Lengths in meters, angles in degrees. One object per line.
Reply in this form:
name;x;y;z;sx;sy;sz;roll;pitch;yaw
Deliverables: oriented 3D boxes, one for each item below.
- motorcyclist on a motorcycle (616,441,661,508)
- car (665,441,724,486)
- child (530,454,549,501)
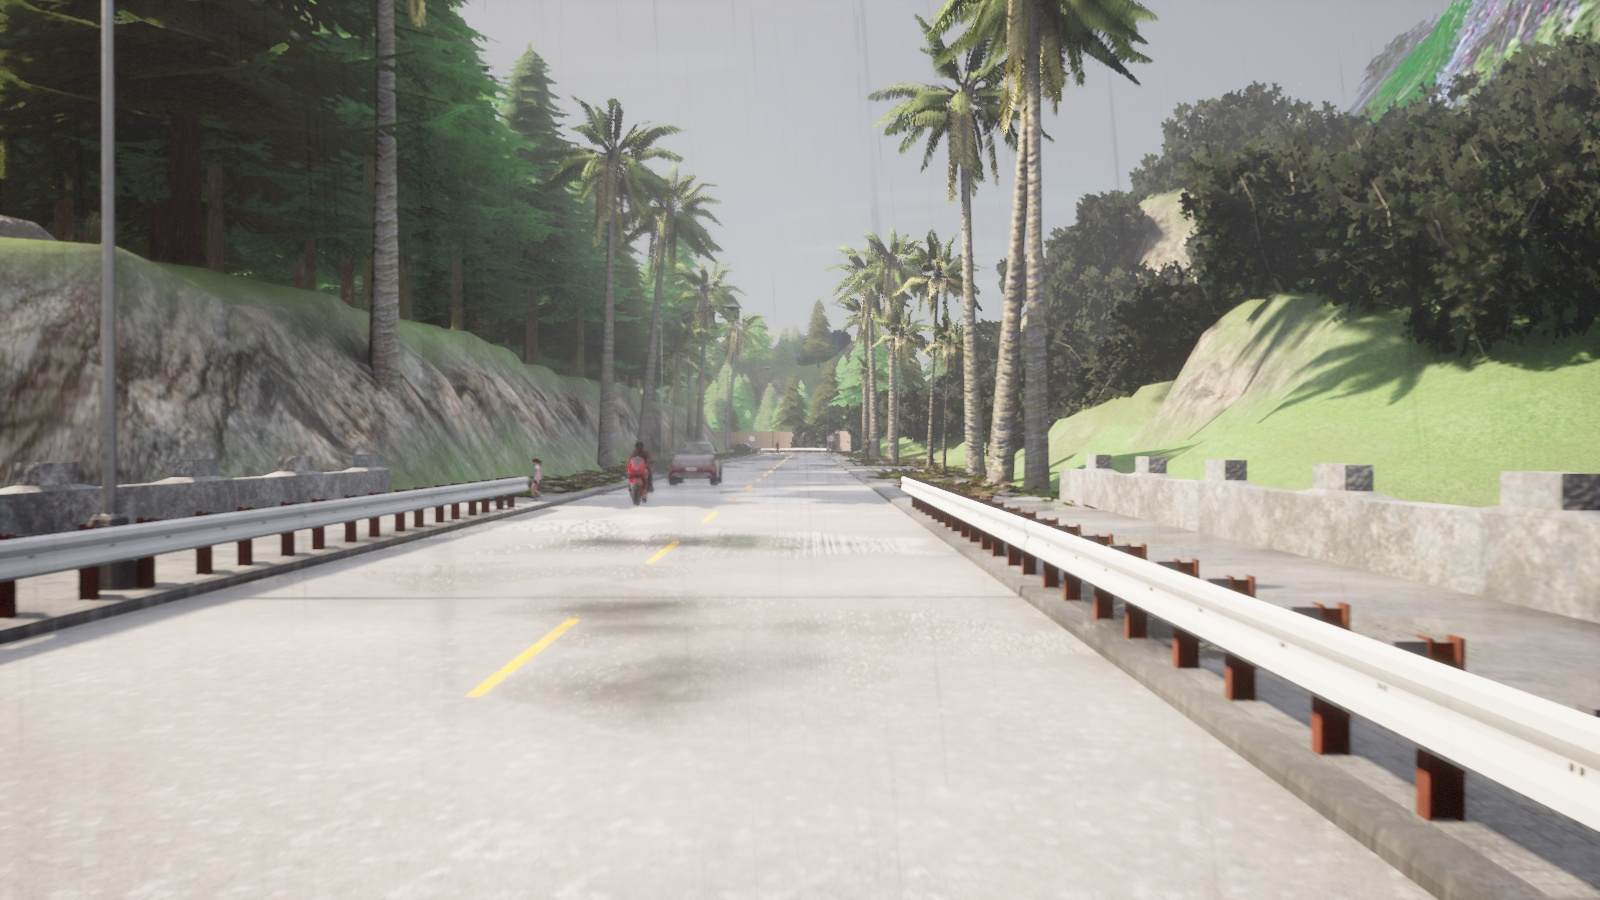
motorcyclist on a motorcycle;-3.809;0.557;29.725;0.797;1.523;2.044;0;1;0
car;-3.720;0.472;44.785;1.789;1.549;3.705;0;0;0
child;-6.217;0.662;29.953;0.394;1.110;0.255;0;0;-2
